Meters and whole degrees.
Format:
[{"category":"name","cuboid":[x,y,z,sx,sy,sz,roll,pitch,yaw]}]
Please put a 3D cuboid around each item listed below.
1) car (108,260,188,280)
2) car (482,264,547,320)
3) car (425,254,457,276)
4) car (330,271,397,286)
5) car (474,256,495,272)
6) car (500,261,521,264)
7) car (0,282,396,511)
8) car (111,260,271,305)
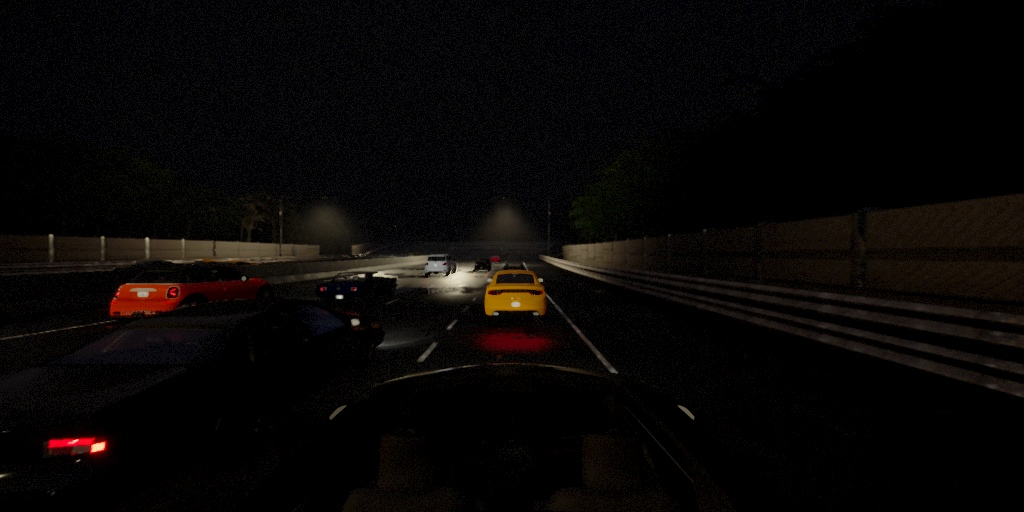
[{"category":"car","cuboid":[-31.502,1.135,31.306,1.882,1.535,5.008,0,1,0]},{"category":"car","cuboid":[0.114,1.227,12.681,1.882,1.535,5.008,0,0,0]},{"category":"car","cuboid":[-6.787,0.840,34.585,2.150,2.045,5.566,0,1,0]},{"category":"car","cuboid":[-6.876,1.348,16.531,1.895,1.301,4.718,0,0,0]},{"category":"car","cuboid":[-3.333,1.031,41.853,1.812,1.442,4.674,0,1,0]},{"category":"car","cuboid":[0.190,1.263,31.010,1.895,1.301,4.718,0,1,0]},{"category":"car","cuboid":[-3.499,1.297,4.844,2.033,1.411,5.357,0,0,0]},{"category":"car","cuboid":[-10.386,1.100,12.219,2.097,1.767,4.553,0,0,0]}]
